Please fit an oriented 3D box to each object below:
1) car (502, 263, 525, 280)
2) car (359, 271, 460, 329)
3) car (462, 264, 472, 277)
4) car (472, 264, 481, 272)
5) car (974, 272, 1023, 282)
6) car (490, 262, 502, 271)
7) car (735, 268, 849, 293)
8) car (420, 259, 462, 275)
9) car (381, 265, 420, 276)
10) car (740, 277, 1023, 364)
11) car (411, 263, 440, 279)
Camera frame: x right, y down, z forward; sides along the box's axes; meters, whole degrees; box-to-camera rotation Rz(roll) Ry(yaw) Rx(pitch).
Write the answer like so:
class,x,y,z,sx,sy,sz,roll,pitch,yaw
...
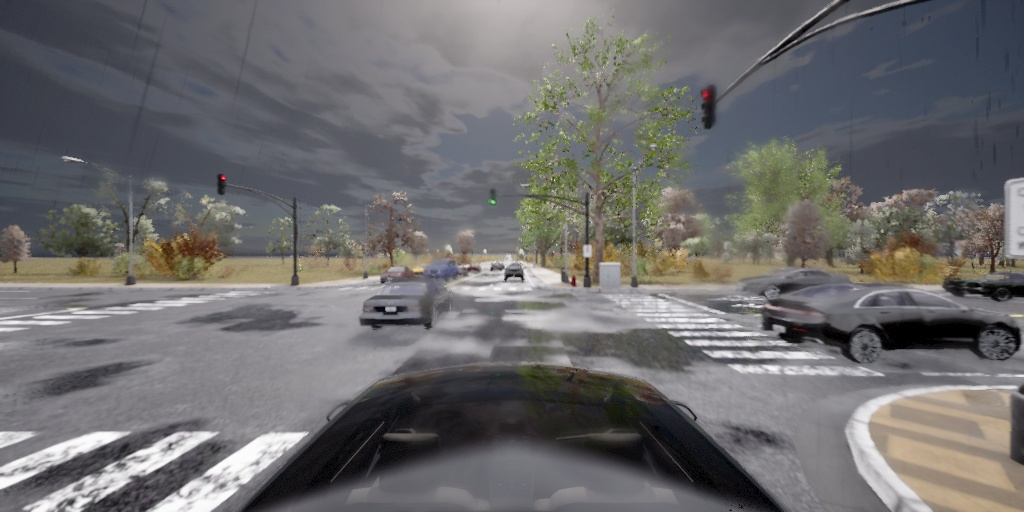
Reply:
class,x,y,z,sx,sy,sz,roll,pitch,yaw
car,0.238,1.607,35.759,1.837,1.490,4.892,0,-1,1
car,-3.214,1.434,11.939,2.033,1.411,5.357,0,0,-1
car,-6.323,1.731,42.465,1.994,1.385,4.181,0,-1,1
car,-6.023,1.908,57.000,1.895,1.301,4.718,0,-1,1
car,23.966,1.412,17.173,4.718,1.301,1.895,0,0,3
car,-2.685,1.872,61.163,1.812,1.442,4.674,0,-1,1
car,13.759,1.319,17.657,4.902,1.511,2.128,0,0,3
car,-6.458,1.295,33.048,2.150,2.045,5.566,0,-1,3
car,-9.778,1.578,31.008,1.812,1.442,4.674,0,-1,1
car,8.251,1.372,8.007,4.902,1.511,2.128,0,0,-4
car,-9.619,1.621,40.197,1.882,1.535,5.008,0,-1,1
